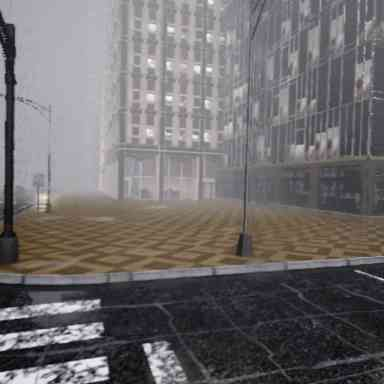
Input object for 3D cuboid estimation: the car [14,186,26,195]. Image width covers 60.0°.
[{"bbox_3d":[-27.071,-0.247,51.617,2.033,1.411,5.357,1,1,-18],"label":"car"}]
